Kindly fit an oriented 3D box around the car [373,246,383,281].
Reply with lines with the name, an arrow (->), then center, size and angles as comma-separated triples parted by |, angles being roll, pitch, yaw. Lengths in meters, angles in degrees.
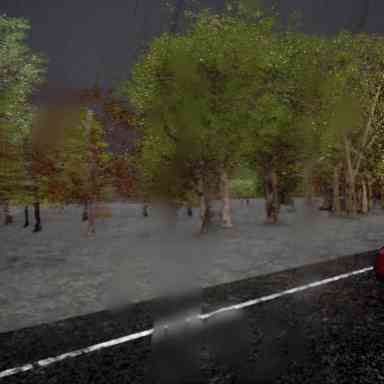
car -> 6.641, 1.603, 8.833 | 4.181, 1.385, 1.994 | 0, -1, -37
